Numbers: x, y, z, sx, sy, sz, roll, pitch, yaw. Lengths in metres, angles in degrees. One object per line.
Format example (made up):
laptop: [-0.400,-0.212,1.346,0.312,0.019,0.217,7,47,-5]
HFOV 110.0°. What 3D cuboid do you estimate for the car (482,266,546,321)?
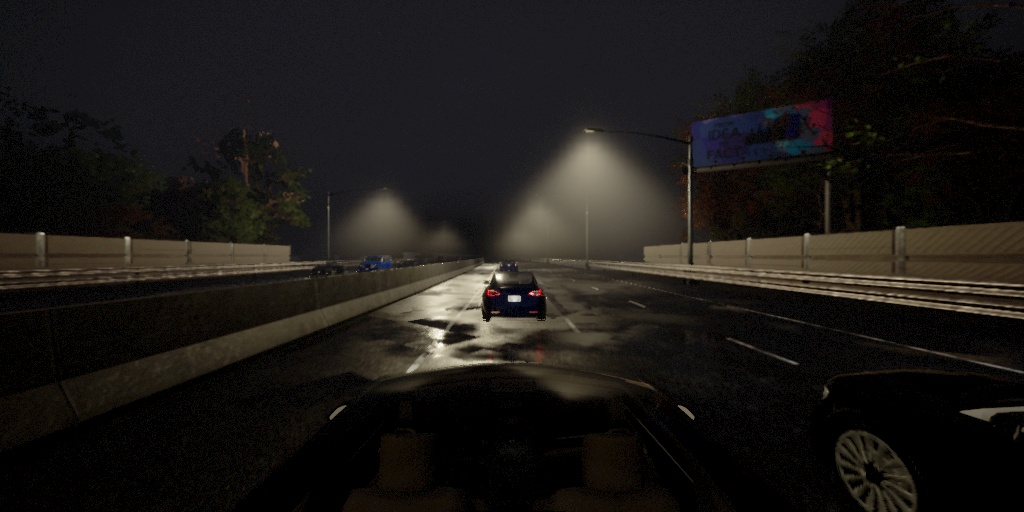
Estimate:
car: [0.054,1.253,12.498,2.163,1.488,4.792,0,0,0]

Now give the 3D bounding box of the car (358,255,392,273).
car: [-14.501,0.957,38.491,2.150,2.045,5.566,0,0,-1]

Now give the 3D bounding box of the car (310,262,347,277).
car: [-17.934,1.306,35.252,1.994,1.385,4.181,0,0,-1]

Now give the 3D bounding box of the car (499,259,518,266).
car: [-0.387,1.083,42.144,2.097,1.767,4.553,0,0,-1]

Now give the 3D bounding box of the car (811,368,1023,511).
car: [3.593,1.241,1.206,2.128,1.511,4.902,0,0,0]

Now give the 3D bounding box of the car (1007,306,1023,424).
car: [7.092,1.312,2.328,1.994,1.385,4.181,0,0,0]

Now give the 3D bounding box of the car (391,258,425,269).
car: [-11.000,1.263,38.379,1.812,1.442,4.674,0,0,-1]
